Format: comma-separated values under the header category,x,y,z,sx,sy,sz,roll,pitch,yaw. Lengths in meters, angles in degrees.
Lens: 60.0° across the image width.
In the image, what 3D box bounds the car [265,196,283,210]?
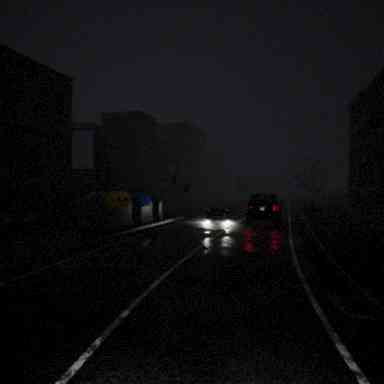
category,x,y,z,sx,sy,sz,roll,pitch,yaw
car,10.078,1.286,40.590,1.882,1.535,5.008,1,1,16

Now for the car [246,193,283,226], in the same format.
category,x,y,z,sx,sy,sz,roll,pitch,yaw
car,5.021,1.113,22.903,2.150,2.045,5.566,1,1,16

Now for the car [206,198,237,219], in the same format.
category,x,y,z,sx,sy,sz,roll,pitch,yaw
car,2.547,1.306,27.764,1.882,1.535,5.008,1,0,16
